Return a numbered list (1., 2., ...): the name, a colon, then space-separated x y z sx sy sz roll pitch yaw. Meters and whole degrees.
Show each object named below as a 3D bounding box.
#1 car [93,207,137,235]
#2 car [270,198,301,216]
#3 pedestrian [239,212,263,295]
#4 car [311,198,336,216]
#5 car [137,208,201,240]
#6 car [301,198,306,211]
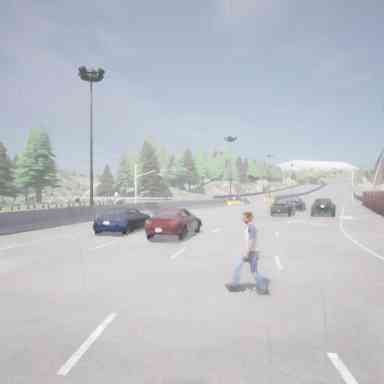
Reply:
1. car: -3.854 1.564 19.089 1.994 1.385 4.181 0 0 16
2. car: 8.817 1.490 32.003 2.128 1.511 4.902 0 0 24
3. pedestrian: 1.286 1.294 7.261 0.375 1.860 0.375 0 0 7
4. car: 12.974 1.352 32.662 2.097 1.767 4.553 0 0 25
5. car: -0.867 1.526 16.940 1.812 1.442 4.674 0 0 15
6. car: 12.803 1.491 40.768 2.128 1.511 4.902 0 0 25
